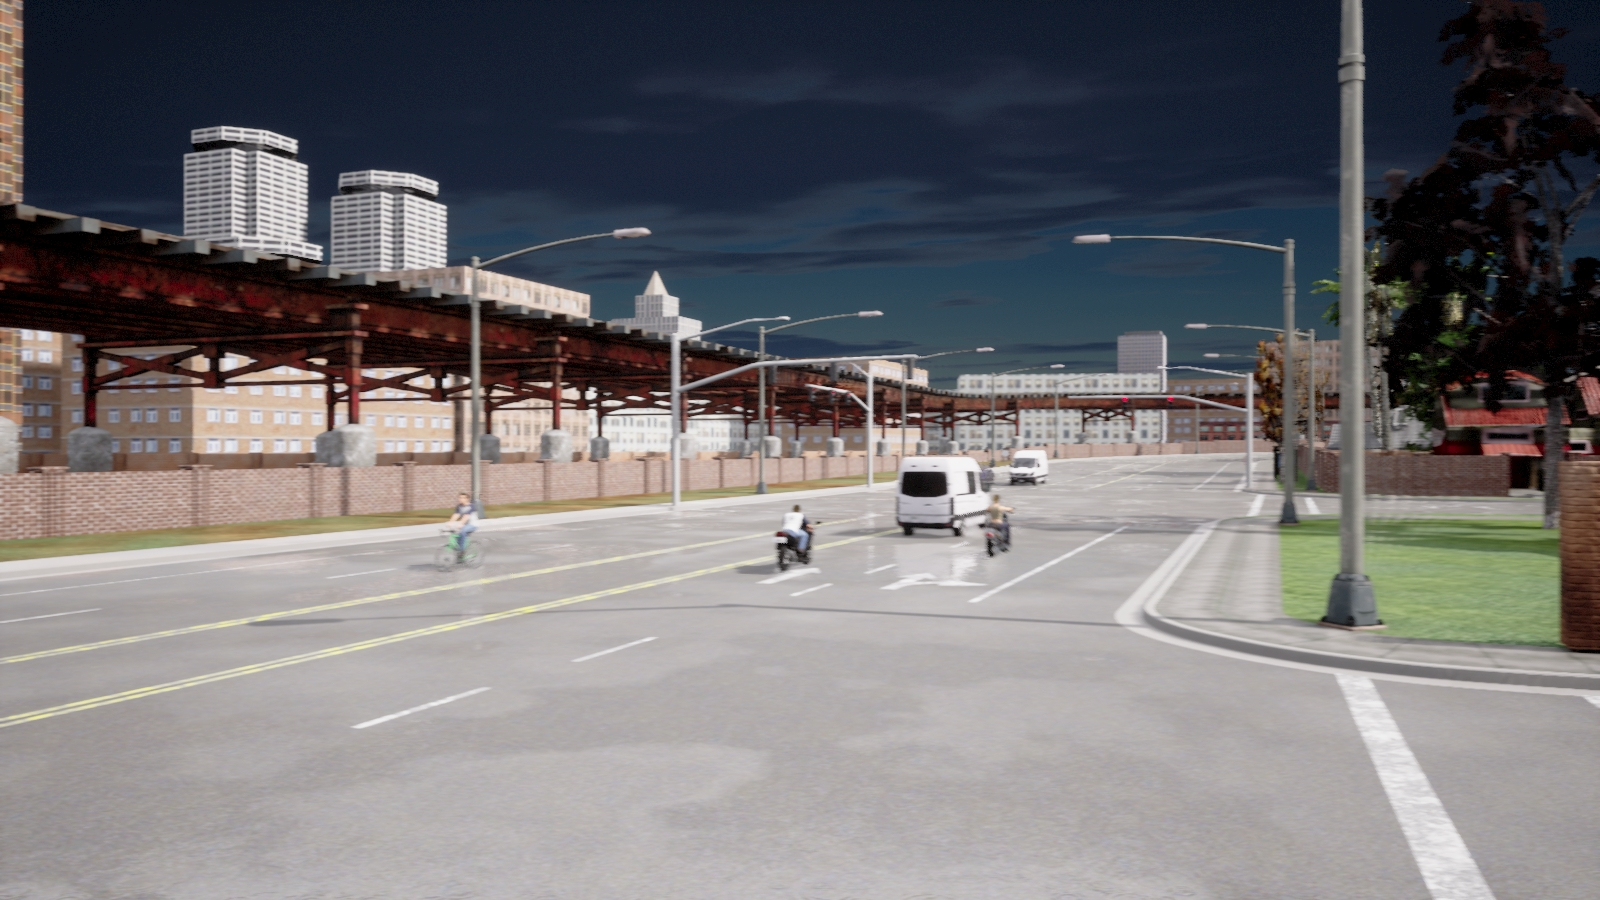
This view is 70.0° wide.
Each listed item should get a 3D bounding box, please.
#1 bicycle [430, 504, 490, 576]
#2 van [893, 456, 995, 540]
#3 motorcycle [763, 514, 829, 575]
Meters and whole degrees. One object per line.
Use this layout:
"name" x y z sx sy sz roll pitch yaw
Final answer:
"bicycle" -7.782 2.033 26.219 0.373 1.521 1.643 0 0 23
"van" 5.000 1.516 38.724 1.988 2.561 5.915 0 0 22
"motorcycle" -0.071 2.161 26.504 0.803 1.224 2.033 0 1 23
